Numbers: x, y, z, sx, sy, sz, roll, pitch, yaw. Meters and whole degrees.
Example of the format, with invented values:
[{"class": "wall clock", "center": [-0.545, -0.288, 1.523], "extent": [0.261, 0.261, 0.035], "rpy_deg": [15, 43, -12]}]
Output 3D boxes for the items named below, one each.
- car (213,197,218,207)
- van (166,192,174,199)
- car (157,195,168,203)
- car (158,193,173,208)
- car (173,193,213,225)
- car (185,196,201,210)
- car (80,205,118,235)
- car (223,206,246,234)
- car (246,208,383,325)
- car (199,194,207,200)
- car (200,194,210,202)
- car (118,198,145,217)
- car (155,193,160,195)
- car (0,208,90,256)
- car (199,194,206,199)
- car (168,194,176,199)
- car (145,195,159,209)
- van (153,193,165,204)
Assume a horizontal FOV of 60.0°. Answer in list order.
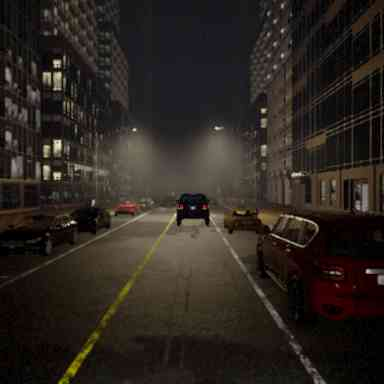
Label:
[{"class": "car", "center": [2.707, 1.374, 46.825], "extent": [1.947, 1.339, 4.313], "rpy_deg": [0, 0, 0]}, {"class": "van", "center": [-5.660, 0.964, 86.684], "extent": [1.690, 1.788, 3.998], "rpy_deg": [0, 0, 0]}, {"class": "car", "center": [-5.668, 1.313, 63.917], "extent": [1.802, 1.307, 4.206], "rpy_deg": [0, 0, 0]}, {"class": "car", "center": [-3.049, 1.295, 44.748], "extent": [1.882, 1.535, 5.008], "rpy_deg": [0, 0, 0]}, {"class": "car", "center": [0.106, 1.125, 23.175], "extent": [2.150, 2.045, 5.566], "rpy_deg": [0, -1, 1]}, {"class": "car", "center": [0.112, 1.336, 41.562], "extent": [1.837, 1.490, 4.892], "rpy_deg": [0, 0, 0]}, {"class": "car", "center": [-5.682, 1.495, 18.379], "extent": [1.947, 1.339, 4.313], "rpy_deg": [0, 0, 0]}, {"class": "car", "center": [2.699, 1.454, 18.533], "extent": [1.752, 1.417, 4.829], "rpy_deg": [0, 0, 0]}, {"class": "car", "center": [2.697, 1.289, 6.979], "extent": [2.192, 1.841, 5.009], "rpy_deg": [0, 0, 0]}, {"class": "car", "center": [2.717, 1.232, 80.976], "extent": [1.802, 1.307, 4.206], "rpy_deg": [0, 0, 0]}, {"class": "car", "center": [2.715, 1.144, 69.591], "extent": [1.967, 1.590, 4.097], "rpy_deg": [0, 0, 0]}, {"class": "car", "center": [-5.678, 1.464, 29.762], "extent": [1.802, 1.307, 4.206], "rpy_deg": [0, 0, 0]}, {"class": "car", "center": [-5.672, 1.328, 52.532], "extent": [1.887, 1.381, 4.507], "rpy_deg": [0, 0, 0]}, {"class": "car", "center": [-5.683, 1.503, 12.686], "extent": [2.008, 1.369, 4.403], "rpy_deg": [0, 0, 0]}, {"class": "car", "center": [2.719, 1.147, 86.838], "extent": [1.752, 1.417, 4.829], "rpy_deg": [0, 0, 0]}, {"class": "car", "center": [-5.660, 1.161, 92.377], "extent": [1.947, 1.339, 4.313], "rpy_deg": [0, 0, 0]}, {"class": "car", "center": [-5.675, 1.384, 41.148], "extent": [2.008, 1.369, 4.403], "rpy_deg": [0, 0, 0]}, {"class": "van", "center": [-5.669, 1.099, 58.224], "extent": [1.690, 1.788, 3.998], "rpy_deg": [0, 0, 0]}]
